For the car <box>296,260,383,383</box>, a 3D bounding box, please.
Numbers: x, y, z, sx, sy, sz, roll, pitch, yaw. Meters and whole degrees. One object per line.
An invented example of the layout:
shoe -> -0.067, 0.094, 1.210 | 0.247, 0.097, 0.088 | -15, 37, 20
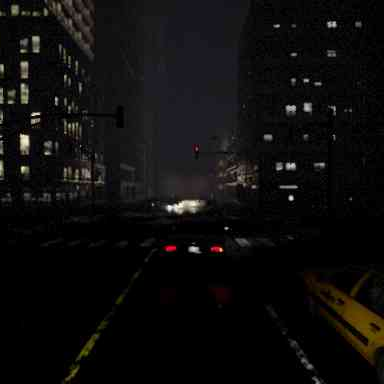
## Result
car -> 2.808, 1.523, 4.578 | 1.752, 1.417, 4.829 | -1, 0, 0

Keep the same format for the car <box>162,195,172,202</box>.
car -> -5.682, 1.516, 76.292 | 1.887, 1.381, 4.507 | -1, 0, 0

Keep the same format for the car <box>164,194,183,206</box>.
car -> -3.054, 1.469, 55.441 | 2.128, 1.511, 4.902 | 0, 0, 0

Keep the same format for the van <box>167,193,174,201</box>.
van -> -5.682, 1.309, 87.602 | 1.690, 1.788, 3.998 | -1, 0, 0

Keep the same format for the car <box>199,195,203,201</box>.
car -> 2.698, 1.409, 81.946 | 1.967, 1.590, 4.097 | -1, 0, 0

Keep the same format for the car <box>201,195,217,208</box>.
car -> 2.690, 1.531, 48.018 | 2.008, 1.369, 4.403 | -1, 0, 0

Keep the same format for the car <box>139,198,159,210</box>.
car -> -5.691, 1.508, 42.195 | 1.752, 1.417, 4.829 | -1, 0, 0

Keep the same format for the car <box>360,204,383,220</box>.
car -> 16.321, 1.619, 27.538 | 4.403, 1.369, 2.008 | 0, 1, 1

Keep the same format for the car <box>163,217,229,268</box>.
car -> 0.243, 1.542, 11.188 | 2.033, 1.411, 5.357 | 0, 0, 5

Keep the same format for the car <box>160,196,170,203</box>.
car -> -5.683, 1.555, 70.638 | 1.802, 1.307, 4.206 | -1, 0, 0

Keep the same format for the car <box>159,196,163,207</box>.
car -> -5.689, 1.546, 48.020 | 1.947, 1.339, 4.313 | -1, 0, 0

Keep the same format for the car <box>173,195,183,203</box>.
car -> -2.981, 1.465, 71.861 | 2.128, 1.511, 4.902 | 0, 0, 0
